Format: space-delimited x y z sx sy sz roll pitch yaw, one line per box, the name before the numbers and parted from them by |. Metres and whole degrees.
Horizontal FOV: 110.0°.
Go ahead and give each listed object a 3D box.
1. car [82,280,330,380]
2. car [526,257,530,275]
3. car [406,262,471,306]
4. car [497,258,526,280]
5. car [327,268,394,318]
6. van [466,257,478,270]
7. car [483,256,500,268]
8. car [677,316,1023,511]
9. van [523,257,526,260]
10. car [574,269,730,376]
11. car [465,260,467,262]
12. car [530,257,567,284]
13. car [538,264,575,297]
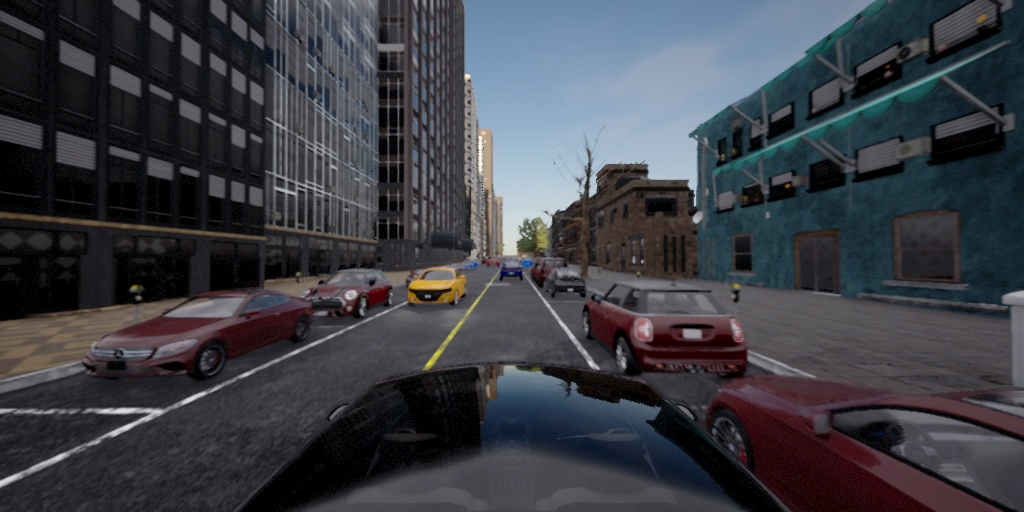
car | -5.705 1.347 7.255 1.802 1.307 4.207 0 0 0
car | 2.585 1.054 29.477 2.192 1.841 5.009 0 0 0
car | -3.146 1.236 15.887 1.882 1.535 5.008 0 0 0
car | -0.042 1.222 31.428 1.882 1.535 5.008 0 0 0
car | -5.727 1.205 12.801 1.967 1.591 4.097 0 0 0
van | -5.887 1.076 51.629 1.690 1.789 3.998 0 0 0
car | -3.275 0.946 62.851 2.150 2.045 5.566 0 0 0
car | 2.699 1.326 1.741 1.802 1.307 4.207 0 0 0
van | 2.471 1.048 57.210 1.690 1.789 3.998 0 0 0
car | 2.676 1.185 7.290 1.967 1.591 4.097 0 0 0
car | -5.818 1.300 34.988 1.888 1.381 4.507 0 0 0
car | 2.608 1.057 23.928 2.192 1.841 5.009 0 0 0
car | 2.631 1.295 18.382 2.007 1.370 4.403 0 0 0
